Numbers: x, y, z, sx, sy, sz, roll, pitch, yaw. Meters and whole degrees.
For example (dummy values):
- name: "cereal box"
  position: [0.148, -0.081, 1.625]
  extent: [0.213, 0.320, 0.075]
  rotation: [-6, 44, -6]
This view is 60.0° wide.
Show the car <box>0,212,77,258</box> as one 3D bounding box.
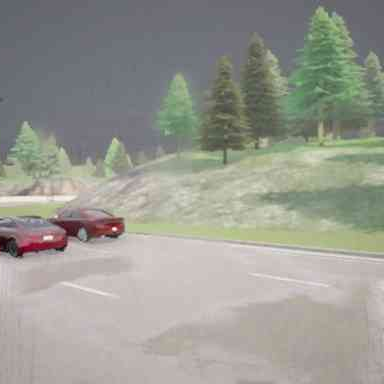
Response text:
- name: "car"
  position: [-6.745, 1.606, 13.033]
  extent: [4.181, 1.385, 1.994]
  rotation: [0, 0, 36]

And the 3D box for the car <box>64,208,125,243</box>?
- name: "car"
  position: [-5.495, 1.523, 16.448]
  extent: [5.008, 1.535, 1.882]
  rotation: [0, 0, 36]
